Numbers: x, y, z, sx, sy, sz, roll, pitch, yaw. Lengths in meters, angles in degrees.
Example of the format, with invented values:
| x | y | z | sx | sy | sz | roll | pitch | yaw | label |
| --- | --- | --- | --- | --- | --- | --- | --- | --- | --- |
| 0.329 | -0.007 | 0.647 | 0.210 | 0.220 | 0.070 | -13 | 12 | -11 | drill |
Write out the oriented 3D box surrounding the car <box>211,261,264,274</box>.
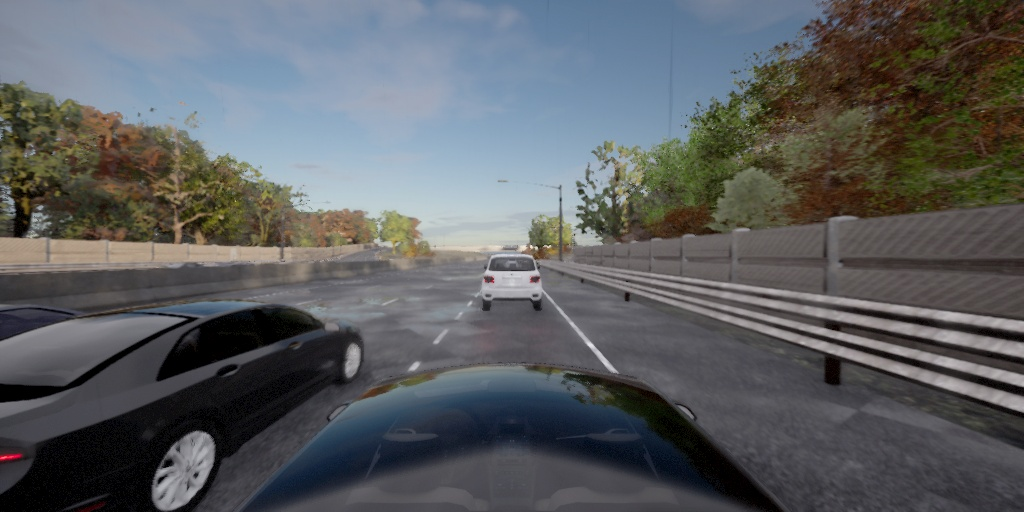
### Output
| x | y | z | sx | sy | sz | roll | pitch | yaw | label |
| --- | --- | --- | --- | --- | --- | --- | --- | --- | --- |
| -31.560 | 1.263 | 41.491 | 2.033 | 1.411 | 5.357 | 0 | 0 | 1 | car |

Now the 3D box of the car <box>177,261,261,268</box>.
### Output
| x | y | z | sx | sy | sz | roll | pitch | yaw | label |
| --- | --- | --- | --- | --- | --- | --- | --- | --- | --- |
| -21.045 | 1.208 | 26.332 | 2.128 | 1.511 | 4.902 | 0 | 0 | 1 | car |

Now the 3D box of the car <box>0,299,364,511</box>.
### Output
| x | y | z | sx | sy | sz | roll | pitch | yaw | label |
| --- | --- | --- | --- | --- | --- | --- | --- | --- | --- |
| -3.398 | 1.250 | 4.138 | 1.837 | 1.490 | 4.892 | 0 | 0 | 0 | car |

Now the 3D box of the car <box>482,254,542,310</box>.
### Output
| x | y | z | sx | sy | sz | roll | pitch | yaw | label |
| --- | --- | --- | --- | --- | --- | --- | --- | --- | --- |
| 0.002 | 0.950 | 14.719 | 2.150 | 2.045 | 5.566 | 0 | 0 | 0 | car |

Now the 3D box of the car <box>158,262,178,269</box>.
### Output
| x | y | z | sx | sy | sz | roll | pitch | yaw | label |
| --- | --- | --- | --- | --- | --- | --- | --- | --- | --- |
| -28.059 | 1.243 | 30.385 | 1.812 | 1.442 | 4.674 | 0 | 0 | 0 | car |

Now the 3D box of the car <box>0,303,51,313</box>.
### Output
| x | y | z | sx | sy | sz | roll | pitch | yaw | label |
| --- | --- | --- | --- | --- | --- | --- | --- | --- | --- |
| -6.896 | 1.308 | 4.758 | 1.994 | 1.385 | 4.181 | 0 | 0 | 0 | car |

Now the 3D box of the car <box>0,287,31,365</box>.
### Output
| x | y | z | sx | sy | sz | roll | pitch | yaw | label |
| --- | --- | --- | --- | --- | --- | --- | --- | --- | --- |
| -10.396 | 1.308 | 4.919 | 1.994 | 1.385 | 4.181 | 0 | 0 | 0 | car |
